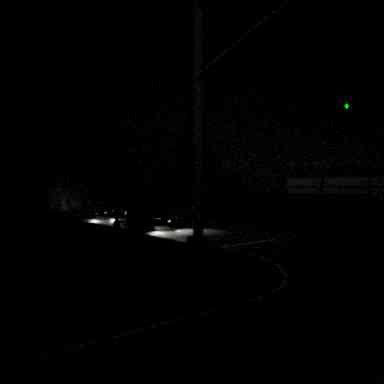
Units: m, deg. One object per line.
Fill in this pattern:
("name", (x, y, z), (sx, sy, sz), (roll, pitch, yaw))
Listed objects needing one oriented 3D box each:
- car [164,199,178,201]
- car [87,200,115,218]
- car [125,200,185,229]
("car", (-3.334, 1.591, 46.661), (4.718, 1.301, 1.895), (0, 0, -45))
("car", (-8.309, 1.499, 30.145), (1.837, 1.490, 4.892), (0, 0, -26))
("car", (-2.779, 1.501, 21.906), (1.837, 1.490, 4.892), (0, 0, -36))
